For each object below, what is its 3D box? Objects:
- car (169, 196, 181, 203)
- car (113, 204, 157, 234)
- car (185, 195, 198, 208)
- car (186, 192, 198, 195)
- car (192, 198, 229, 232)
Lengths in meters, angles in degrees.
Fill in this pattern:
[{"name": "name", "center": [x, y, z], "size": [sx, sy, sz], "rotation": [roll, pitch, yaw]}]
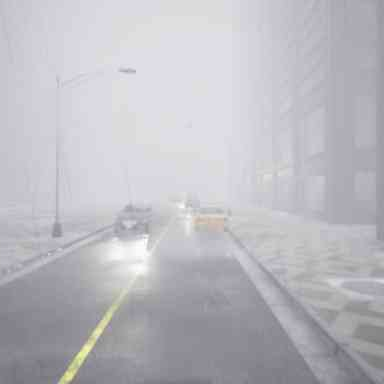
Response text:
[{"name": "car", "center": [-3.014, 1.377, 61.077], "size": [1.994, 1.385, 4.181], "rotation": [0, 0, 1]}, {"name": "car", "center": [-3.094, 1.432, 18.810], "size": [2.128, 1.511, 4.902], "rotation": [0, 0, 0]}, {"name": "car", "center": [0.074, 1.428, 44.060], "size": [1.994, 1.385, 4.181], "rotation": [0, 0, 0]}, {"name": "car", "center": [0.011, 1.033, 64.187], "size": [2.150, 2.045, 5.566], "rotation": [0, 0, 0]}, {"name": "car", "center": [1.053, 1.394, 19.490], "size": [1.801, 1.575, 5.366], "rotation": [0, 0, 0]}]
